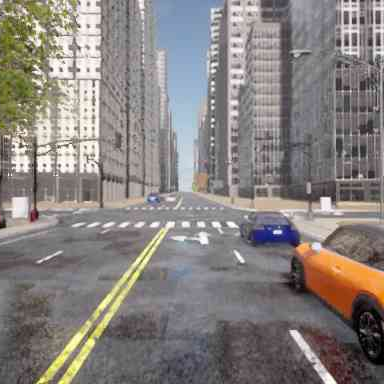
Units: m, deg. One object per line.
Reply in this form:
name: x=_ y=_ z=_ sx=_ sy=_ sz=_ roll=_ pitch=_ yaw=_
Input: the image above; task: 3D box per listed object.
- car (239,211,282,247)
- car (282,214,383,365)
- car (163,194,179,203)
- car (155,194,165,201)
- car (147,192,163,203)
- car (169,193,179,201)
car: x=3.349 y=1.538 z=15.003 sx=1.994 sy=1.385 sz=4.181 roll=0 pitch=0 yaw=0
car: x=3.349 y=1.342 z=5.986 sx=2.097 sy=1.767 sz=4.553 roll=0 pitch=0 yaw=0
car: x=-4.017 y=1.385 z=63.492 sx=1.812 sy=1.442 sz=4.674 roll=0 pitch=0 yaw=-1
car: x=-7.516 y=1.339 z=78.895 sx=2.128 sy=1.511 sz=4.902 roll=0 pitch=0 yaw=-1
car: x=-7.264 y=1.079 z=63.389 sx=2.150 sy=2.045 sz=5.566 roll=0 pitch=0 yaw=-1
car: x=-4.267 y=1.169 z=78.992 sx=2.097 sy=1.767 sz=4.553 roll=0 pitch=0 yaw=-1
